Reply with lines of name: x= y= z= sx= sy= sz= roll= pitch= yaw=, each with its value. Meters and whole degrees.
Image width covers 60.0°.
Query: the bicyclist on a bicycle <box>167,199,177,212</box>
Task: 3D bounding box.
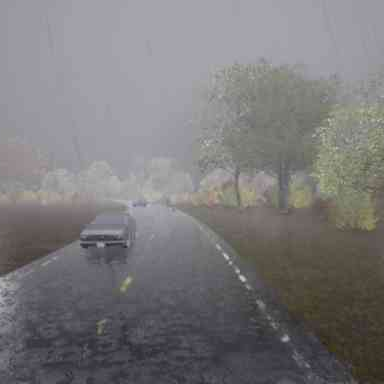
bicyclist on a bicycle: x=-2.280 y=1.650 z=41.198 sx=0.866 sy=1.612 sz=1.509 roll=0 pitch=-1 yaw=-8

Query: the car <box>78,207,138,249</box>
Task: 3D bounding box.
car: x=-3.586 y=1.634 z=15.230 sx=2.033 sy=1.411 sz=5.357 roll=0 pitch=0 yaw=-3

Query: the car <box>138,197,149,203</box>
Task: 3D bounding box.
car: x=-11.663 y=1.961 z=80.369 sx=1.895 sy=1.301 sz=4.718 roll=0 pitch=0 yaw=-17

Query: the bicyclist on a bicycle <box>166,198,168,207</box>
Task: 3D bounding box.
bicyclist on a bicycle: x=-3.621 y=1.705 z=49.487 sx=0.582 sy=1.620 sz=1.656 roll=0 pitch=0 yaw=-10

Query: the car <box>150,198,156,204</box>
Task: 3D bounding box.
car: x=-8.986 y=1.952 z=70.518 sx=1.895 sy=1.301 sz=4.718 roll=0 pitch=0 yaw=-15

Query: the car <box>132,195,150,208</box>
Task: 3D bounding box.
car: x=-8.716 y=1.511 z=55.503 sx=2.150 sy=2.045 sz=5.566 roll=0 pitch=0 yaw=-11
